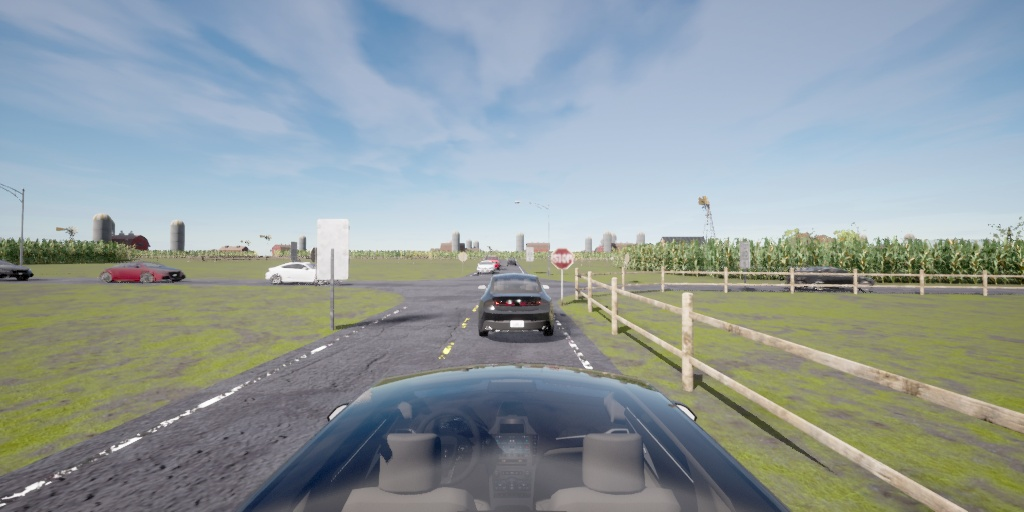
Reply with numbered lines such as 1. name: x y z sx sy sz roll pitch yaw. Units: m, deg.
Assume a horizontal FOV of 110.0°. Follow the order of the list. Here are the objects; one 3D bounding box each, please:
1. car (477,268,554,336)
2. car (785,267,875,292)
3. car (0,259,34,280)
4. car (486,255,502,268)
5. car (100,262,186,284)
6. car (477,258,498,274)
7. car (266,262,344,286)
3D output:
1. car: 0.066 1.256 10.355 1.837 1.490 4.892 0 0 -1
2. car: 20.534 1.486 23.206 4.892 1.490 1.837 1 -1 0
3. car: -34.426 0.880 23.355 4.892 1.490 1.837 1 -1 0
4. car: -2.891 0.948 51.153 2.150 2.045 5.566 0 0 0
5. car: -23.907 1.048 23.325 4.181 1.385 1.994 1 -1 1
6. car: -2.881 1.264 40.597 1.812 1.442 4.674 0 0 0
7. car: -13.285 1.120 23.107 4.674 1.442 1.812 1 -1 3
